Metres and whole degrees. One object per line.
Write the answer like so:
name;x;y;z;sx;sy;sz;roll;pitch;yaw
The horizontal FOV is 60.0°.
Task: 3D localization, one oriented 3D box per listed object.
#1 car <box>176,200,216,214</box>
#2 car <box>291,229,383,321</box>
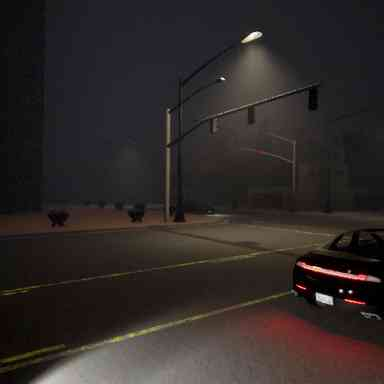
car;0.265;1.624;36.056;2.033;1.411;5.357;1;-1;-35
car;4.098;1.503;6.727;4.902;1.511;2.128;0;0;-35
